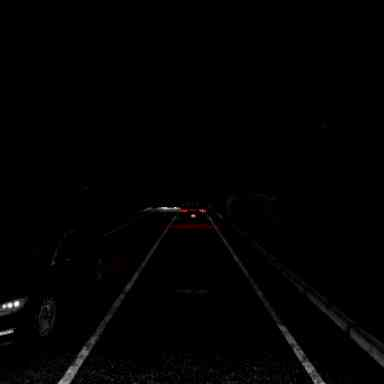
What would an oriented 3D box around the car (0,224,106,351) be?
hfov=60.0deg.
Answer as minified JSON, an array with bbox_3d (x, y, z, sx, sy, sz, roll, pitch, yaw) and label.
[{"bbox_3d":[-3.092,1.464,6.528,2.128,1.511,4.902,0,1,0],"label":"car"}]

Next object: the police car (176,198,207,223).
[{"bbox_3d":[0.093,1.480,25.354,2.038,1.542,4.974,0,0,0],"label":"police car"}]

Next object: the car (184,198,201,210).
[{"bbox_3d":[0.088,1.530,42.776,2.033,1.411,5.357,0,0,0],"label":"car"}]

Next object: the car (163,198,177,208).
[{"bbox_3d":[-3.092,1.562,48.448,1.994,1.385,4.181,0,0,0],"label":"car"}]
